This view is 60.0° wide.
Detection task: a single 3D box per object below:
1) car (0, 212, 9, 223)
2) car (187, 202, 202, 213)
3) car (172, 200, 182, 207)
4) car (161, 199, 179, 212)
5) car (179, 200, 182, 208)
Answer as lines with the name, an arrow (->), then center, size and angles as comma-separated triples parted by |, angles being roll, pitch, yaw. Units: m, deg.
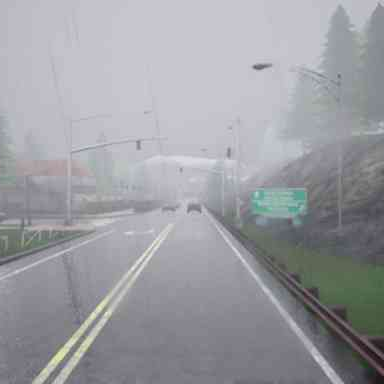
car -> -18.856, 2.047, 29.404 | 4.892, 1.490, 1.837 | 0, -1, 0
car -> 0.293, 2.118, 47.046 | 1.837, 1.490, 4.892 | 0, -1, 0
car -> -3.204, 2.405, 71.295 | 1.882, 1.535, 5.008 | 0, -1, 0
car -> -3.389, 2.143, 49.014 | 1.837, 1.490, 4.892 | 0, -1, 0
car -> -3.327, 2.116, 58.727 | 2.097, 1.767, 4.553 | 0, -1, 1
